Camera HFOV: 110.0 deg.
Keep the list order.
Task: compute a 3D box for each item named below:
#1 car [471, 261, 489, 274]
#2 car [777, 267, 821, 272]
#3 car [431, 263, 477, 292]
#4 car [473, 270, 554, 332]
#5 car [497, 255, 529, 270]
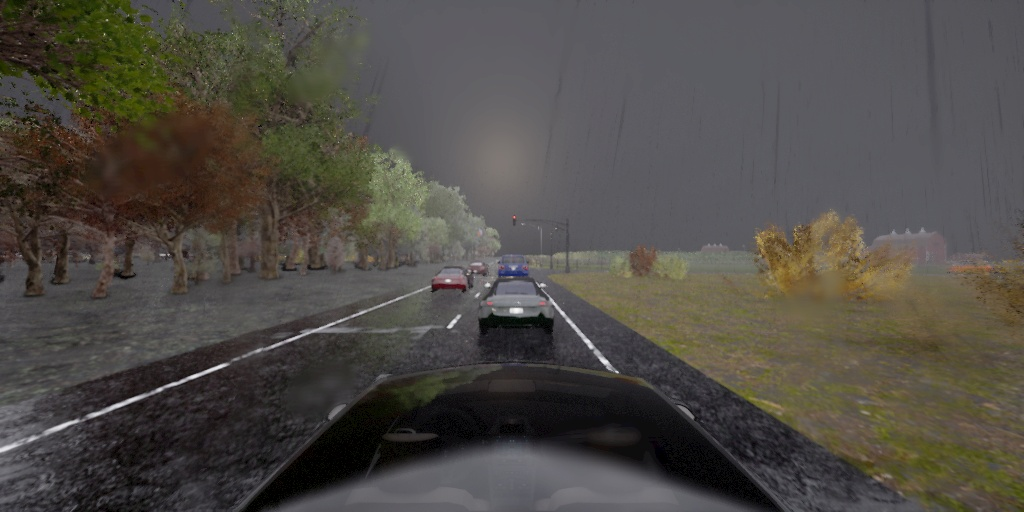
[{"bbox_3d":[-3.398,1.234,35.496,1.812,1.442,4.674,0,0,0],"label":"car"},{"bbox_3d":[39.489,1.714,49.630,5.357,1.411,2.033,1,-1,1],"label":"car"},{"bbox_3d":[-3.401,1.290,21.099,1.994,1.385,4.181,0,0,0],"label":"car"},{"bbox_3d":[0.102,1.304,10.789,1.994,1.385,4.181,0,0,0],"label":"car"},{"bbox_3d":[0.101,0.941,26.635,2.150,2.045,5.566,0,0,0],"label":"car"}]
